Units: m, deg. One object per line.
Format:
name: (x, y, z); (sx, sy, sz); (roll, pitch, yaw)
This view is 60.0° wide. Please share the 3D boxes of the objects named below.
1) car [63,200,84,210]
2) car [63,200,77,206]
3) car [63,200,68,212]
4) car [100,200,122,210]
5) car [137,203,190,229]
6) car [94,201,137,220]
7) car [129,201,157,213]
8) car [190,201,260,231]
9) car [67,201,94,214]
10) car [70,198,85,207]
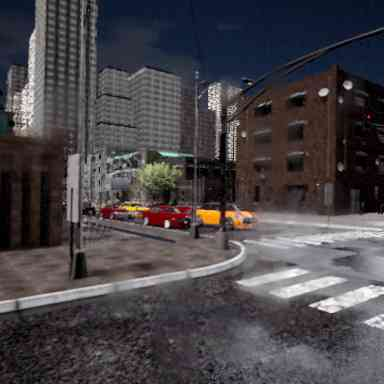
car: (-18.042, 1.929, 50.427); (1.837, 1.490, 4.892); (1, -2, -35)
car: (-26.646, 2.317, 72.658); (1.802, 1.307, 4.206); (1, -1, -35)
car: (-16.283, 1.850, 43.038); (2.008, 1.369, 4.403); (1, -1, -35)
car: (-13.063, 2.049, 53.351); (1.752, 1.417, 4.829); (1, -1, -35)
car: (-1.668, 1.622, 22.084); (1.887, 1.381, 4.507); (1, -1, -35)
car: (-6.826, 1.736, 29.460); (1.802, 1.307, 4.206); (1, -1, -35)
car: (-6.581, 1.976, 44.174); (2.008, 1.369, 4.403); (1, -1, -35)
car: (2.196, 1.458, 21.321); (2.097, 1.767, 4.553); (1, -1, -35)
car: (-11.984, 1.798, 36.838); (1.947, 1.339, 4.313); (1, -1, -35)
car: (-23.476, 2.125, 68.124); (1.967, 1.590, 4.097); (1, -1, -35)
